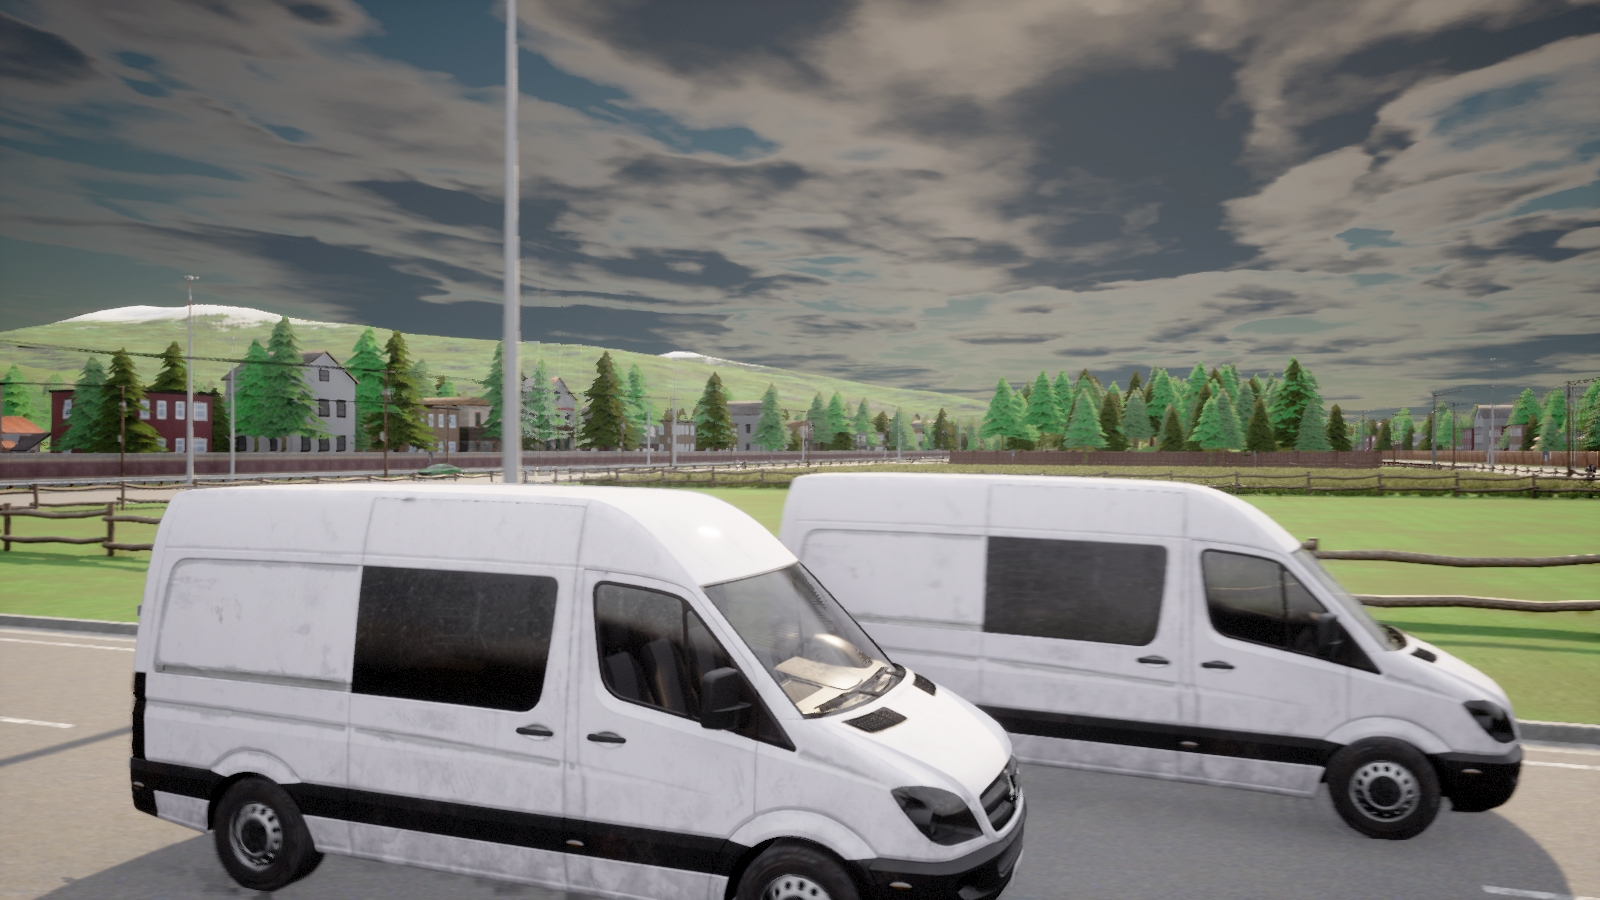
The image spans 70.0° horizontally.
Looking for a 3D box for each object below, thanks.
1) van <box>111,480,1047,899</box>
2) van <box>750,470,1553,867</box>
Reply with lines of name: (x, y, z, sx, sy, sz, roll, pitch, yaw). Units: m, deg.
van: (-1.498, 1.534, 7.581, 5.915, 2.561, 1.988, 0, 0, 20)
van: (2.703, 1.530, 9.778, 5.915, 2.561, 1.988, 1, 0, 20)
